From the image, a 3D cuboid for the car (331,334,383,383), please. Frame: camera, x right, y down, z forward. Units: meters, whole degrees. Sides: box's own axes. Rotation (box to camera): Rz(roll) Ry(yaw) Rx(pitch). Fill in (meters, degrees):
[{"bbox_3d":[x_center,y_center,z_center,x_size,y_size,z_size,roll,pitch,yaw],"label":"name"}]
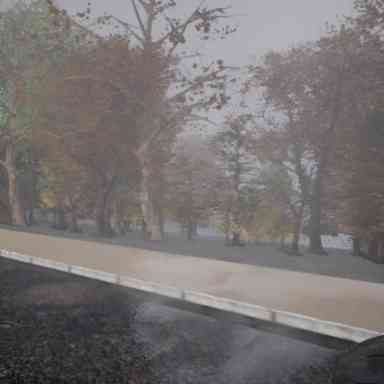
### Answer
[{"bbox_3d":[3.237,1.486,1.376,5.008,1.535,1.882,0,0,36],"label":"car"}]
